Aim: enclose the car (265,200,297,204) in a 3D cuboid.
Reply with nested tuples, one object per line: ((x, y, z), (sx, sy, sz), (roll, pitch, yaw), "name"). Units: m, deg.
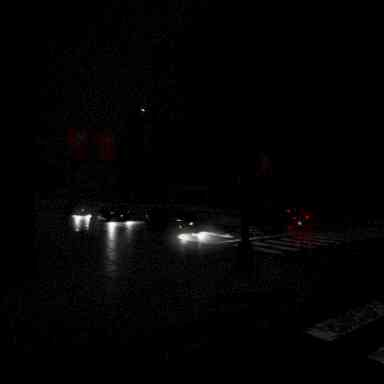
((6.581, 1.428, 26.567), (2.097, 1.767, 4.553), (0, 0, -36), "car")

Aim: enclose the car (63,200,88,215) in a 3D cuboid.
((-12.712, 1.622, 36.369), (2.128, 1.511, 4.902), (0, 0, -35), "car")

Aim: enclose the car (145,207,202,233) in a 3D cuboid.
((-1.207, 1.619, 20.347), (1.994, 1.385, 4.181), (0, 0, -36), "car")

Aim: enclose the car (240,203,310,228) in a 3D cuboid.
((5.443, 1.661, 22.576), (1.895, 1.301, 4.718), (0, 0, -36), "car")

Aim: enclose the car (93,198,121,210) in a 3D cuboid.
((-12.056, 1.666, 46.922), (2.128, 1.511, 4.902), (0, 0, -36), "car")

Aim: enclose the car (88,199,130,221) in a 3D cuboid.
((-6.944, 1.619, 28.334), (1.812, 1.442, 4.674), (0, 0, -36), "car")
